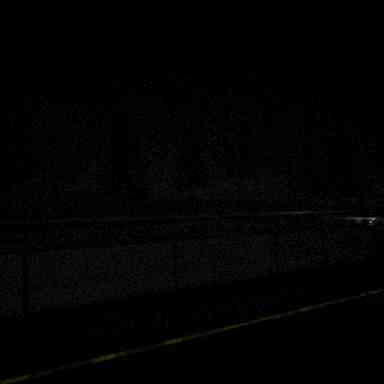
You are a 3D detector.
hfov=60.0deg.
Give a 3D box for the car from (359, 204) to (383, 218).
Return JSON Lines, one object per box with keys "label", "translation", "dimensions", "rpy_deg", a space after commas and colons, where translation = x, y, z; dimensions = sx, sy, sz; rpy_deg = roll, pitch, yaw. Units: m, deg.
{"label": "car", "translation": [22.469, 2.234, 40.279], "dimensions": [5.008, 1.535, 1.882], "rpy_deg": [0, -1, -27]}
